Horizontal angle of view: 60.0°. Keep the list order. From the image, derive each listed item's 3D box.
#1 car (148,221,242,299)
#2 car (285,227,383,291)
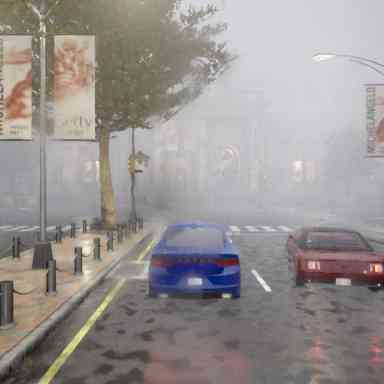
[{"bbox_3d":[0.063,1.478,8.512,1.882,1.535,5.008,0,0,0],"label":"car"},{"bbox_3d":[3.669,1.601,9.143,1.895,1.301,4.718,0,0,13],"label":"car"}]
